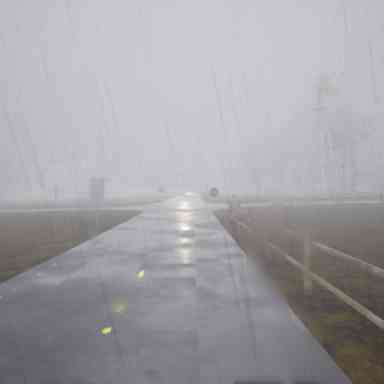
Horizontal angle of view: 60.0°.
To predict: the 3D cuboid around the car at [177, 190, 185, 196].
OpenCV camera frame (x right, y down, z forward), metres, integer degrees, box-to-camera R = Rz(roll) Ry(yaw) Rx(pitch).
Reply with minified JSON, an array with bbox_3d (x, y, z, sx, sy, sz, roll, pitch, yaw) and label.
[{"bbox_3d":[-2.713,0.180,82.859,2.097,1.767,4.553,0,1,0],"label":"car"}]
